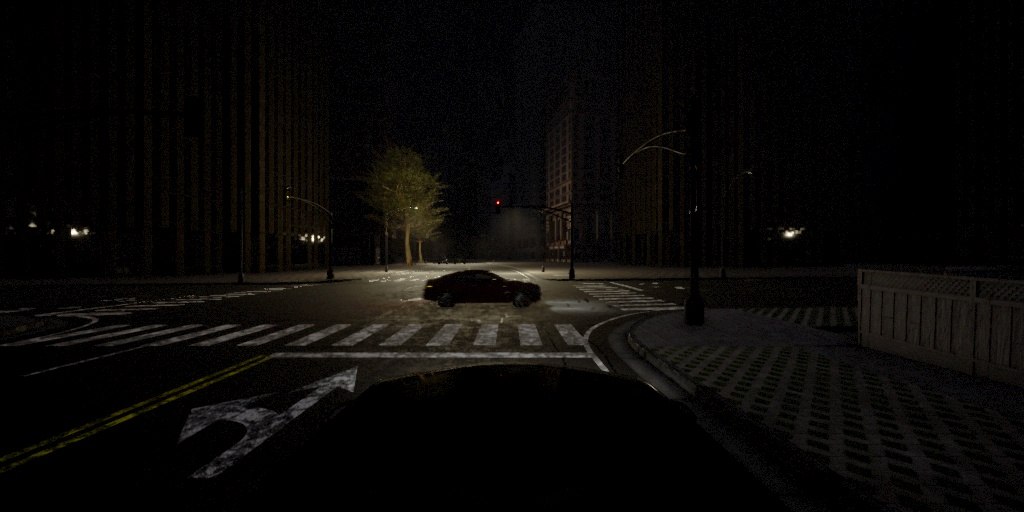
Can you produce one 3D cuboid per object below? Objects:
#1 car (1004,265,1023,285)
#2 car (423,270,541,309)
[{"bbox_3d":[21.612,1.047,14.584,4.181,1.385,1.994,-1,0,0],"label":"car"},{"bbox_3d":[-1.187,1.280,14.432,4.674,1.442,1.812,0,0,0],"label":"car"}]
